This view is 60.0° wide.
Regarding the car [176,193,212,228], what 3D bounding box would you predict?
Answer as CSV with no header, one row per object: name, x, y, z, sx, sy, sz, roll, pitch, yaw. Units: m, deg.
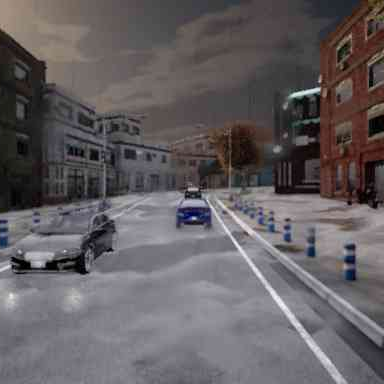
car,0.102,1.075,19.189,1.882,1.535,5.008,0,2,0

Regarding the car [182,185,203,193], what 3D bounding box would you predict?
car,0.181,0.173,37.980,1.882,1.535,5.008,0,3,2

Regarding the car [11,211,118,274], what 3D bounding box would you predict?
car,-3.599,1.371,10.223,2.128,1.511,4.902,0,1,0

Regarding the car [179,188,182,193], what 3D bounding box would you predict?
car,-0.228,-0.514,53.853,1.895,1.301,4.718,0,3,31
